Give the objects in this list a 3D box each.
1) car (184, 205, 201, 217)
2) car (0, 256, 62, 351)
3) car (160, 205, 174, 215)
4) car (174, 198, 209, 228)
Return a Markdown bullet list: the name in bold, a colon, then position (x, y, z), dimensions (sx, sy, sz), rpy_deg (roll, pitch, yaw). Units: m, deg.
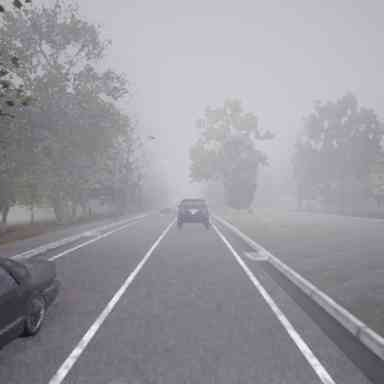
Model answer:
- **car**: position (0.094, 2.340, 42.829), dimensions (2.033, 1.411, 5.357), rpy_deg (0, -2, 0)
- **car**: position (-3.351, 1.560, 3.937), dimensions (2.033, 1.411, 5.357), rpy_deg (0, 0, 0)
- **car**: position (-3.341, 2.479, 46.638), dimensions (1.994, 1.385, 4.181), rpy_deg (0, -2, 0)
- **car**: position (0.095, 1.494, 24.307), dimensions (2.150, 2.045, 5.566), rpy_deg (0, -1, 0)
